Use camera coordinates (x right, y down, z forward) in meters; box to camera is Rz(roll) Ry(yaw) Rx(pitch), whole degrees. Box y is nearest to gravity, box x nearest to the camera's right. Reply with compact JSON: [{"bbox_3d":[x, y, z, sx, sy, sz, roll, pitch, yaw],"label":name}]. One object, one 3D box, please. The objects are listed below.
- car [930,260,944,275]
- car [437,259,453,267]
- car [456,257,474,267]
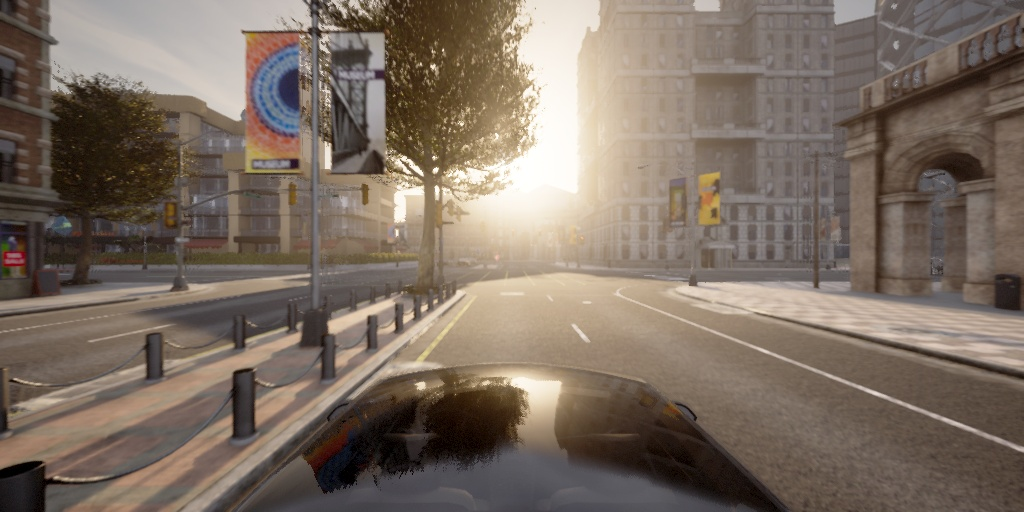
[{"bbox_3d":[42.552,1.142,35.736,4.892,1.490,1.837,0,0,1],"label":"car"},{"bbox_3d":[-11.508,1.154,61.722,1.895,1.301,4.718,0,0,0],"label":"car"},{"bbox_3d":[-7.989,1.038,59.308,1.882,1.535,5.008,0,0,0],"label":"car"}]
